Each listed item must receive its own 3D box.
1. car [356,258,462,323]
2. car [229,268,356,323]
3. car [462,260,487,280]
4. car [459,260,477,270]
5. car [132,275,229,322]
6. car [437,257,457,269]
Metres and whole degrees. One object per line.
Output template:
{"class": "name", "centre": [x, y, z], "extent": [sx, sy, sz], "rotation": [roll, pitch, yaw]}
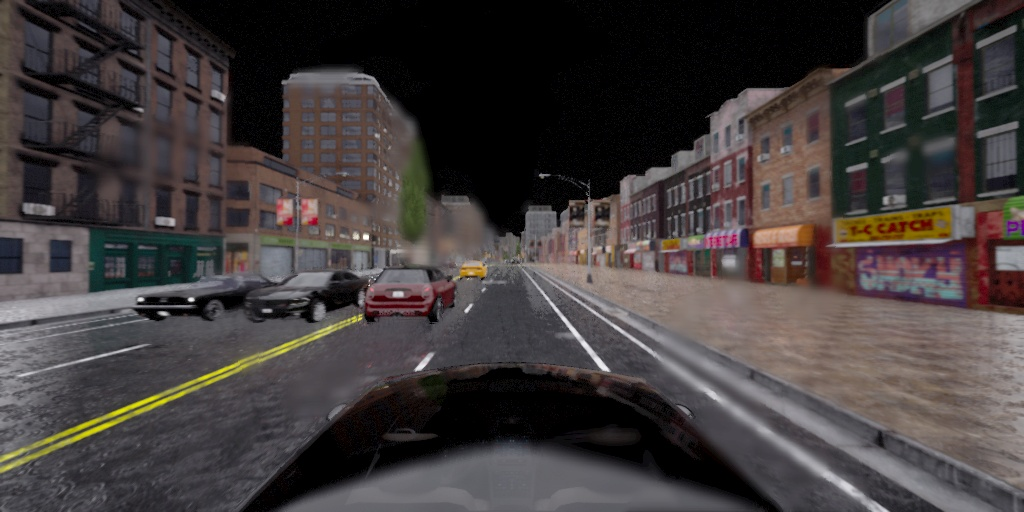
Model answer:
{"class": "car", "centre": [-3.154, 1.070, 12.071], "extent": [2.097, 1.767, 4.553], "rotation": [0, 0, 0]}
{"class": "car", "centre": [-6.601, 1.196, 12.159], "extent": [1.882, 1.535, 5.008], "rotation": [0, 0, 0]}
{"class": "car", "centre": [-3.155, 1.166, 30.130], "extent": [1.882, 1.535, 5.008], "rotation": [0, 0, 0]}
{"class": "car", "centre": [-6.559, 1.259, 54.192], "extent": [2.033, 1.411, 5.357], "rotation": [0, 0, 1]}
{"class": "car", "centre": [-9.851, 1.318, 12.348], "extent": [1.895, 1.301, 4.718], "rotation": [0, 0, 0]}
{"class": "car", "centre": [-9.809, 1.064, 54.301], "extent": [2.097, 1.767, 4.553], "rotation": [0, 0, 0]}
